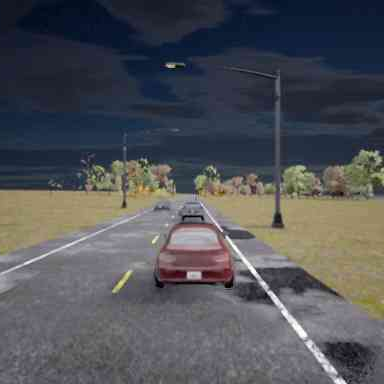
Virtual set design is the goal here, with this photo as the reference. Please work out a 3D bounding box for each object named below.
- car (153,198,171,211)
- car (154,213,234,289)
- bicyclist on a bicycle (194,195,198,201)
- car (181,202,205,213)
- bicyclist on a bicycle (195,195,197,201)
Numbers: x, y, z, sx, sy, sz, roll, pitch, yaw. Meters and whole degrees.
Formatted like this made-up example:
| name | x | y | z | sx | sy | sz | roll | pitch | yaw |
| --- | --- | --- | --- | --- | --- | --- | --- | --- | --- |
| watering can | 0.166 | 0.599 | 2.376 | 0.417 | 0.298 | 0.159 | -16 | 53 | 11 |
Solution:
| name | x | y | z | sx | sy | sz | roll | pitch | yaw |
| --- | --- | --- | --- | --- | --- | --- | --- | --- | --- |
| car | -3.600 | 1.550 | 40.602 | 1.837 | 1.490 | 4.892 | 0 | 0 | 0 |
| car | 0.064 | 1.537 | 9.115 | 1.812 | 1.442 | 4.674 | 0 | 0 | 1 |
| bicyclist on a bicycle | 0.948 | 1.518 | 77.366 | 0.866 | 1.612 | 1.509 | 0 | 0 | 0 |
| car | 0.080 | 1.581 | 28.155 | 2.033 | 1.411 | 5.357 | 0 | 0 | 0 |
| bicyclist on a bicycle | 0.952 | 1.539 | 86.368 | 0.582 | 1.620 | 1.656 | 0 | 0 | 0 |
